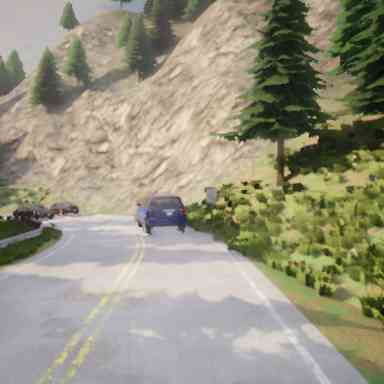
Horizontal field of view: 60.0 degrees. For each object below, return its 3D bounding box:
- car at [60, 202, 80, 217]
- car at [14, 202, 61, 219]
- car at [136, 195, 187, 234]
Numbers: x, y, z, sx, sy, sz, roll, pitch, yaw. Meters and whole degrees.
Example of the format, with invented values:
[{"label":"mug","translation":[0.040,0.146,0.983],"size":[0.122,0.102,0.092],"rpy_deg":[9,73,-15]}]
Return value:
[{"label":"car","translation":[-13.593,1.758,34.460],"size":[4.674,1.442,1.812],"rpy_deg":[-2,2,35]},{"label":"car","translation":[-14.878,1.934,31.259],"size":[4.892,1.490,1.837],"rpy_deg":[-3,2,35]},{"label":"car","translation":[-1.937,1.187,19.573],"size":[2.150,2.045,5.566],"rpy_deg":[-1,1,-17]}]
